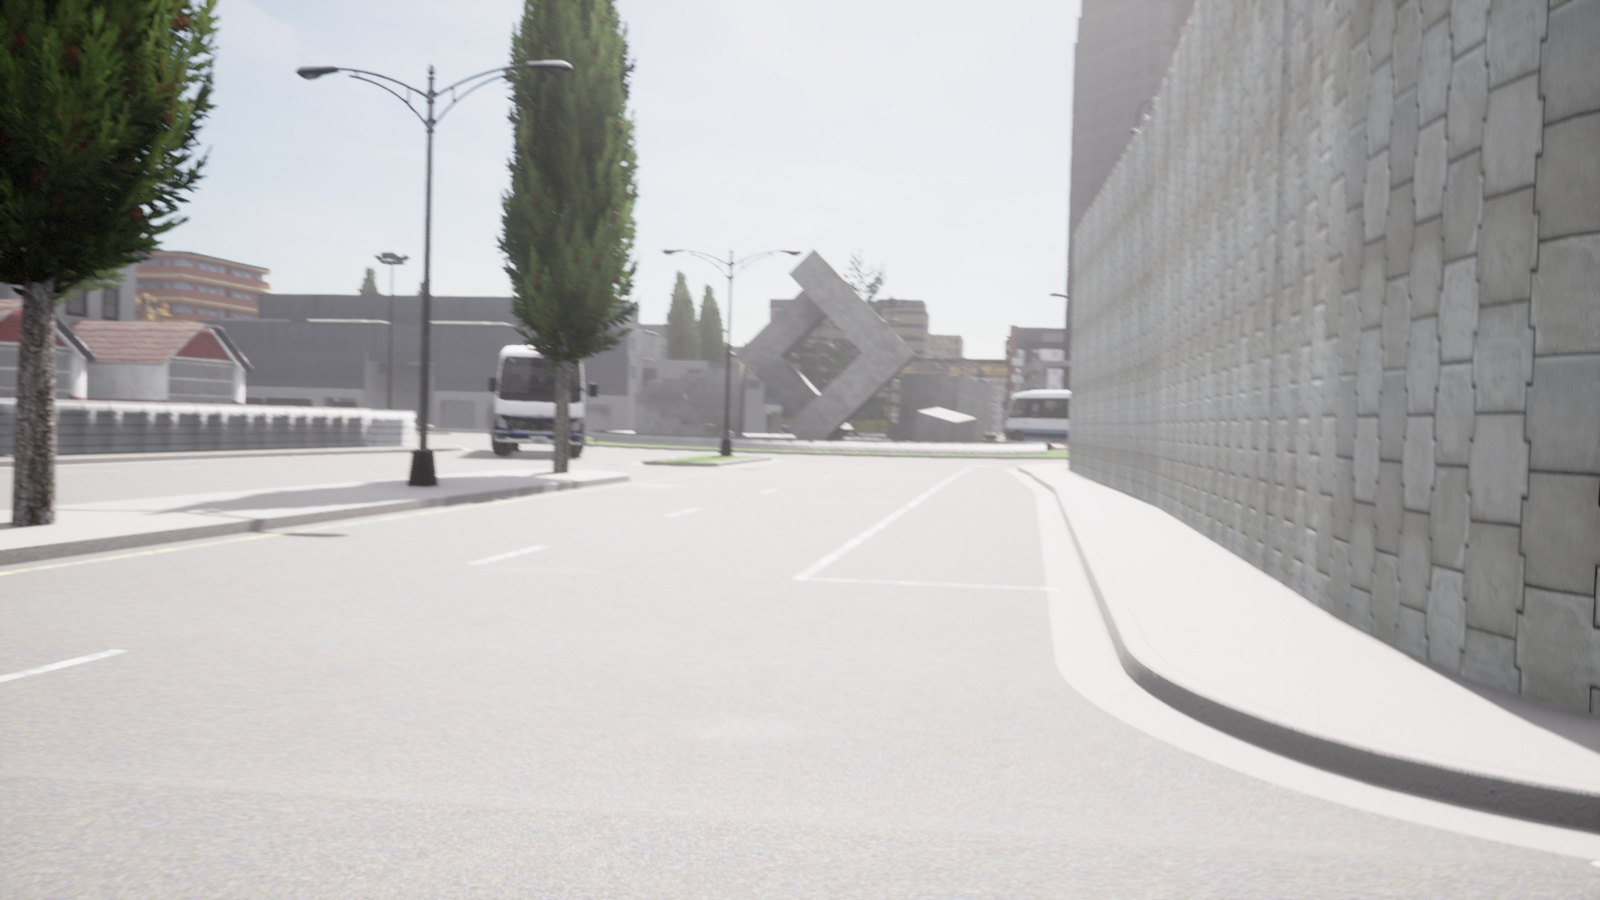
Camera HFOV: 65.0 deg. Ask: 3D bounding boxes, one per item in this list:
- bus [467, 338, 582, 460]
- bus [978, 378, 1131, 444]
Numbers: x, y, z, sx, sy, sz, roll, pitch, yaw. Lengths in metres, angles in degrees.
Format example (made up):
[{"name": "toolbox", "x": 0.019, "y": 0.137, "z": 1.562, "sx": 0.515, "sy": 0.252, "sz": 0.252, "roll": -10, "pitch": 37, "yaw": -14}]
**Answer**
[{"name": "bus", "x": -10.928, "y": -1.960, "z": 50.107, "sx": 3.944, "sy": 4.253, "sz": 10.273, "roll": 1, "pitch": 1, "yaw": -12}, {"name": "bus", "x": 17.369, "y": -2.658, "z": 86.487, "sx": 3.944, "sy": 4.253, "sz": 10.273, "roll": -1, "pitch": 2, "yaw": -36}]
